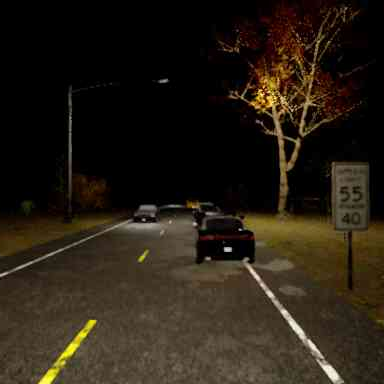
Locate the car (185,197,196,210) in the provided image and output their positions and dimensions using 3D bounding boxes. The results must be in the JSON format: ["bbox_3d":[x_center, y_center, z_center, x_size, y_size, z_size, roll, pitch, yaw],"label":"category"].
[{"bbox_3d":[0.074,1.749,47.972,1.882,1.535,5.008,0,0,0],"label":"car"}]

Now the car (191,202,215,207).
[{"bbox_3d":[1.059,1.634,22.206,1.837,1.490,4.892,0,0,0],"label":"car"}]

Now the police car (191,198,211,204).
[{"bbox_3d":[1.073,1.588,28.316,1.930,1.638,5.238,0,0,0],"label":"police car"}]

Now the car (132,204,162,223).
[{"bbox_3d":[-3.579,1.706,27.407,2.033,1.411,5.357,0,0,0],"label":"car"}]

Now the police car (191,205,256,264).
[{"bbox_3d":[1.050,1.498,12.322,1.930,1.638,5.238,0,0,0],"label":"police car"}]

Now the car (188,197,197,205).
[{"bbox_3d":[0.115,1.824,68.356,1.837,1.490,4.892,0,0,0],"label":"car"}]

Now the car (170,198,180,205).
[{"bbox_3d":[-3.394,1.879,67.206,2.128,1.511,4.902,0,0,0],"label":"car"}]
